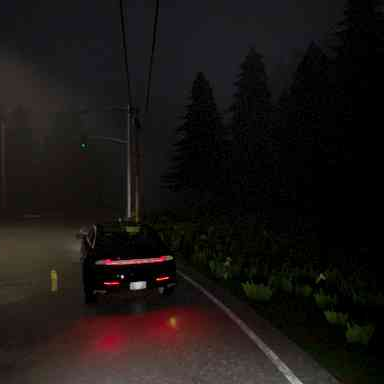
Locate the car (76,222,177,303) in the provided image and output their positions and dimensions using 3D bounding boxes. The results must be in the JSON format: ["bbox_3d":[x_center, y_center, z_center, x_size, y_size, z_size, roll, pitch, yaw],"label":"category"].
[{"bbox_3d":[-1.789,1.491,8.351,2.128,1.511,4.902,0,0,-19],"label":"car"}]
